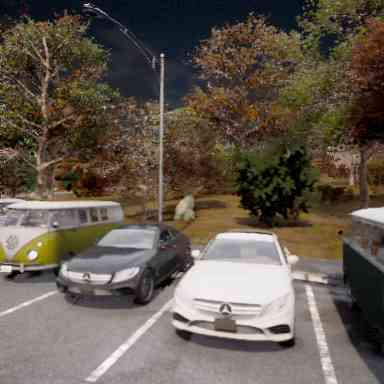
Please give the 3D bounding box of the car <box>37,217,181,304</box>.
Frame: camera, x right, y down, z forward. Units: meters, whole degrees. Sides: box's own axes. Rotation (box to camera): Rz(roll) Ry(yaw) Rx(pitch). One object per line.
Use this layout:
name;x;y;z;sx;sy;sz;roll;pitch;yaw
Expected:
car;-1.337;1.529;8.387;2.002;1.452;4.674;1;-1;16

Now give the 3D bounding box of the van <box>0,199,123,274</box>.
van;-3.760;1.265;9.985;1.878;1.987;4.442;0;-1;16

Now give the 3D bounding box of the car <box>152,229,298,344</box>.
car;1.063;1.526;6.678;2.002;1.452;4.674;1;-1;15

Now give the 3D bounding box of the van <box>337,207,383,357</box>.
van;3.481;1.262;5.082;1.878;1.987;4.442;0;-1;16
